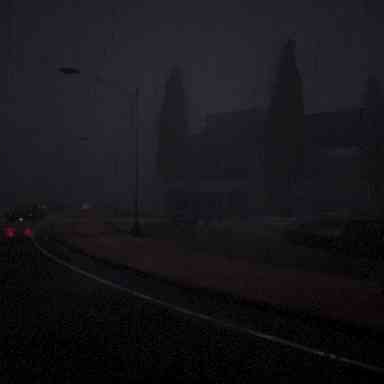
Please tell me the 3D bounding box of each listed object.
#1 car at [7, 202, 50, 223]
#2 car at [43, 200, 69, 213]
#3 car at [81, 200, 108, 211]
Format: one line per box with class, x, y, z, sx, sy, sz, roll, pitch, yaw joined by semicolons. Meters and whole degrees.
car;-12.841;1.709;26.154;1.895;1.301;4.718;0;0;-13
car;-16.795;1.719;39.833;2.033;1.411;5.357;0;0;7
car;-12.552;1.727;43.120;1.812;1.442;4.674;0;0;12
